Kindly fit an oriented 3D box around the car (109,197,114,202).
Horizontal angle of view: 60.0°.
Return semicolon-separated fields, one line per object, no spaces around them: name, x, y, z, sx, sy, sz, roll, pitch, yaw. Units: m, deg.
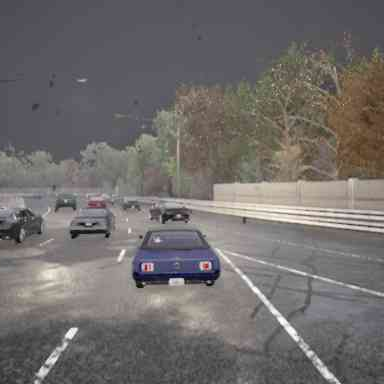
car;-13.969;1.443;53.324;1.895;1.301;4.718;0;0;-28

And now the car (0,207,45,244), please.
car;-8.339;1.458;15.444;1.837;1.490;4.892;0;0;-9

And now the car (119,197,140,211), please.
car;-7.260;1.390;38.623;1.837;1.490;4.892;0;0;-20

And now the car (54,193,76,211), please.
car;-14.647;1.107;38.531;2.150;2.045;5.566;0;0;-22

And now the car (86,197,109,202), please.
car;-11.736;1.357;40.545;1.882;1.535;5.008;0;0;-22

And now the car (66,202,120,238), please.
car;-5.066;1.495;17.385;2.033;1.411;5.357;0;0;-9

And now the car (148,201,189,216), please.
car;-1.791;1.406;24.135;1.882;1.535;5.008;0;0;-22

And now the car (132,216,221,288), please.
car;-0.521;1.574;9.137;1.895;1.301;4.718;0;0;-5
